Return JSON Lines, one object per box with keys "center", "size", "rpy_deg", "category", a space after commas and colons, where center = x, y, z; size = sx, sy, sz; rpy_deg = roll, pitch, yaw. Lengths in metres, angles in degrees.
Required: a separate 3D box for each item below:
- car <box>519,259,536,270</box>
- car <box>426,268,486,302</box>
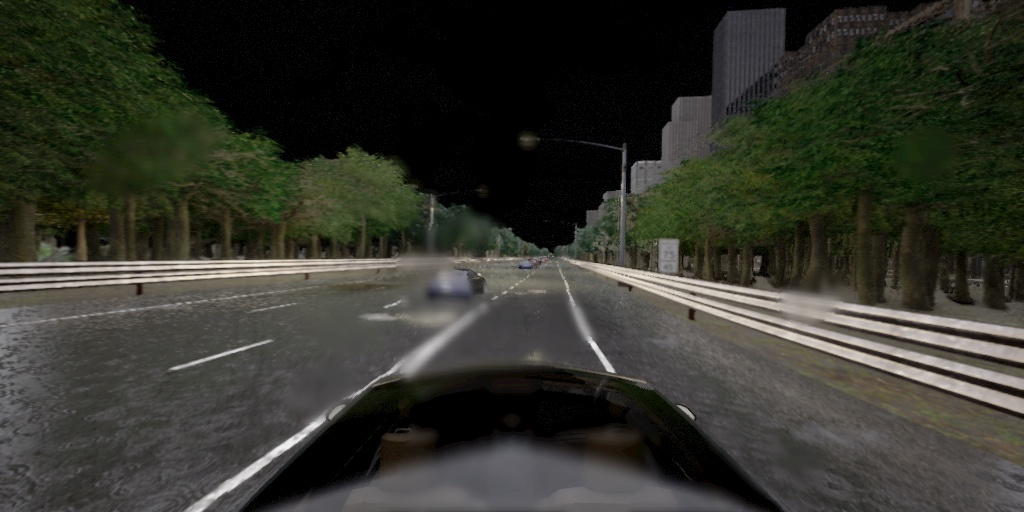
{"center": [2.262, 1.370, 55.593], "size": [1.994, 1.385, 4.181], "rpy_deg": [1, 0, 7], "category": "car"}
{"center": [-2.465, 1.252, 16.745], "size": [1.994, 1.385, 4.181], "rpy_deg": [1, 0, 7], "category": "car"}
